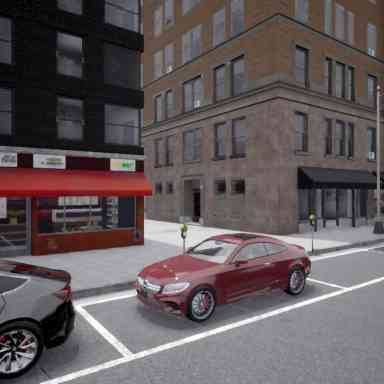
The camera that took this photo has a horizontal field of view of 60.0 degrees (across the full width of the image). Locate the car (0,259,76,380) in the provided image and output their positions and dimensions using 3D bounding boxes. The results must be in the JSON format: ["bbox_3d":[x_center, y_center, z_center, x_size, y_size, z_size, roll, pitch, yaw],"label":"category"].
[{"bbox_3d":[-3.630,1.566,3.945,4.313,1.339,1.947,0,0,-35],"label":"car"}]

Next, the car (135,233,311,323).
[{"bbox_3d":[0.851,1.582,7.137,4.206,1.307,1.802,0,0,-35],"label":"car"}]
